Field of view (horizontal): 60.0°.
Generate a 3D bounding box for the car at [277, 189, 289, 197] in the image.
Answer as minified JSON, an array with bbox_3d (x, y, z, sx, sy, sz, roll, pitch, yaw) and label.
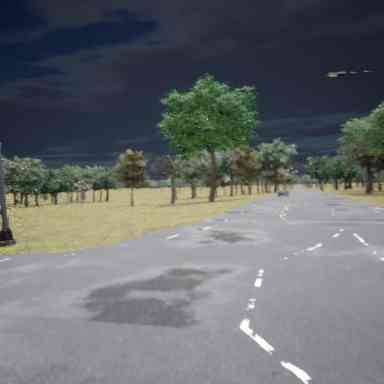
[{"bbox_3d":[17.556,0.222,63.985,2.033,1.411,5.357,-1,1,22],"label":"car"}]
